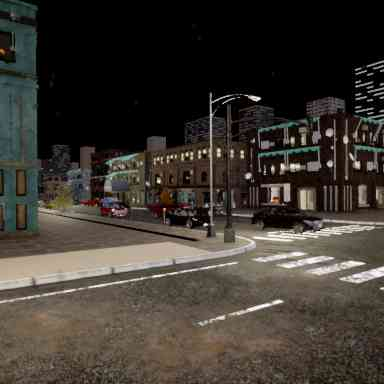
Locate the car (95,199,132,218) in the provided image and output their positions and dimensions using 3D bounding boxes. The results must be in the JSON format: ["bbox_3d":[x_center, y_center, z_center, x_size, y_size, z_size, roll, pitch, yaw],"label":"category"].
[{"bbox_3d":[-8.285,1.846,35.187,1.967,1.590,4.097,-1,0,-35],"label":"car"}]

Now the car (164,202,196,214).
[{"bbox_3d":[-1.445,1.904,40.034,1.802,1.307,4.206,-2,0,-35],"label":"car"}]

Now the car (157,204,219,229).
[{"bbox_3d":[-0.360,1.815,23.794,1.947,1.339,4.313,-1,0,-35],"label":"car"}]

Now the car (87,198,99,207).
[{"bbox_3d":[-17.450,1.940,62.615,2.192,1.841,5.009,-1,0,-35],"label":"car"}]

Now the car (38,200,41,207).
[{"bbox_3d":[-30.681,2.376,66.803,2.008,1.369,4.403,-1,0,-35],"label":"car"}]

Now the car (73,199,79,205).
[{"bbox_3d":[-27.044,2.364,76.166,1.947,1.339,4.313,-1,0,-35],"label":"car"}]

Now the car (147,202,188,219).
[{"bbox_3d":[-1.977,1.823,30.795,1.812,1.442,4.674,-1,0,-35],"label":"car"}]

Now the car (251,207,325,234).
[{"bbox_3d":[5.694,1.660,20.292,1.812,1.442,4.674,-1,-1,-37],"label":"car"}]

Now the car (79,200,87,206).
[{"bbox_3d":[-20.644,2.228,67.132,1.887,1.381,4.507,-1,0,-35],"label":"car"}]

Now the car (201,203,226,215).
[{"bbox_3d":[1.754,1.810,35.517,2.008,1.369,4.403,-2,0,-35],"label":"car"}]

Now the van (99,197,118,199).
[{"bbox_3d":[-14.250,1.907,58.099,1.690,1.788,3.998,-1,0,-35],"label":"van"}]

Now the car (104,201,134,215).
[{"bbox_3d":[-9.066,1.942,40.801,1.837,1.490,4.892,-1,-1,-35],"label":"car"}]

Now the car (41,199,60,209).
[{"bbox_3d":[-24.183,2.233,57.631,1.752,1.417,4.829,-1,0,-35],"label":"car"}]
